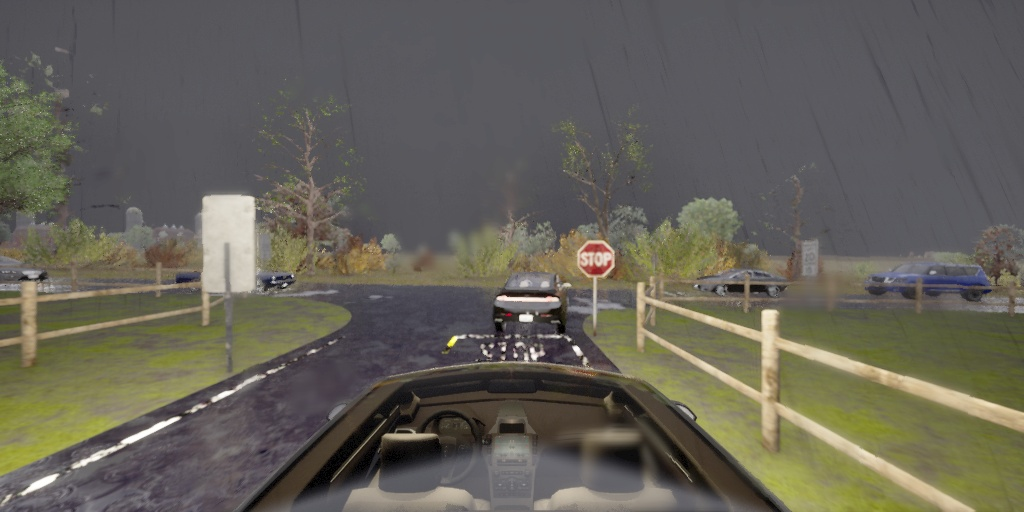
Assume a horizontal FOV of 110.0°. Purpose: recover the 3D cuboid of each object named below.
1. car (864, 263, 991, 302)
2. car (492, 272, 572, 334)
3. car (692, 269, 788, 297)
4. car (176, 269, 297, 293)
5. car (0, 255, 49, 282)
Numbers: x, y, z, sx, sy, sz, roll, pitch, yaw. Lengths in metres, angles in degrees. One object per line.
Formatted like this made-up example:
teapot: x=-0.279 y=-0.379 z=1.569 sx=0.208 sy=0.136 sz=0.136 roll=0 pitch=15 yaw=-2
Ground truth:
car: x=23.688 y=1.443 z=20.550 sx=5.566 sy=2.045 sz=2.150 roll=1 pitch=1 yaw=0
car: x=0.703 y=1.219 z=10.597 sx=2.128 sy=1.511 sz=4.902 roll=0 pitch=0 yaw=9
car: x=12.997 y=1.484 z=20.559 sx=4.902 sy=1.511 sz=2.128 roll=1 pitch=1 yaw=0
car: x=-13.374 y=1.071 z=17.636 sx=4.718 sy=1.301 sz=1.895 roll=1 pitch=1 yaw=0
car: x=-25.986 y=0.686 z=17.642 sx=4.902 sy=1.511 sz=2.128 roll=1 pitch=1 yaw=0
